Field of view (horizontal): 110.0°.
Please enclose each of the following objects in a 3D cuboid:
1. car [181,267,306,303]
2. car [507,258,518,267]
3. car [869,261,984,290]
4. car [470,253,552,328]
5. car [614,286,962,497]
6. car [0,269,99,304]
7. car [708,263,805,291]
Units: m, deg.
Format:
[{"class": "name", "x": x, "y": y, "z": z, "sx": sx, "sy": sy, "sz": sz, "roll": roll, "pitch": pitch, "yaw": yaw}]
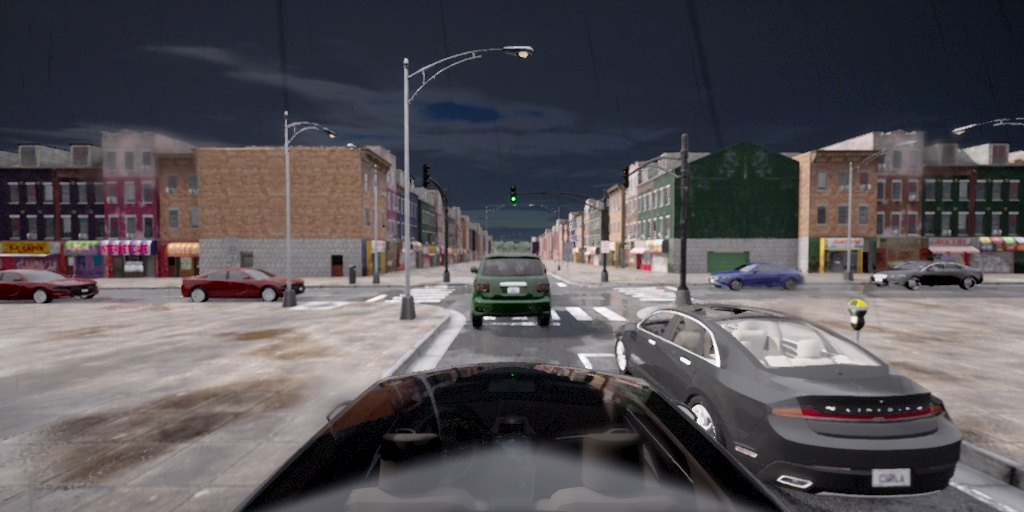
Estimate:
[{"class": "car", "x": -12.320, "y": 1.280, "z": 16.634, "sx": 5.008, "sy": 1.535, "sz": 1.882, "roll": 0, "pitch": 1, "yaw": -1}, {"class": "car", "x": 0.033, "y": 1.026, "z": 61.852, "sx": 1.837, "sy": 1.490, "sz": 4.892, "roll": 0, "pitch": 0, "yaw": 0}, {"class": "car", "x": 22.445, "y": 1.019, "z": 19.543, "sx": 4.902, "sy": 1.511, "sz": 2.128, "roll": 0, "pitch": 1, "yaw": 0}, {"class": "car", "x": -0.155, "y": 0.936, "z": 11.497, "sx": 2.150, "sy": 2.045, "sz": 5.566, "roll": 0, "pitch": 0, "yaw": -4}, {"class": "car", "x": 2.639, "y": 1.288, "z": 4.668, "sx": 2.007, "sy": 1.370, "sz": 4.403, "roll": 0, "pitch": 0, "yaw": 0}, {"class": "car", "x": -22.309, "y": 1.357, "z": 16.635, "sx": 5.008, "sy": 1.535, "sz": 1.882, "roll": -1, "pitch": 1, "yaw": 0}, {"class": "car", "x": 13.284, "y": 1.092, "z": 19.574, "sx": 4.674, "sy": 1.442, "sz": 1.812, "roll": 0, "pitch": 1, "yaw": 1}]
